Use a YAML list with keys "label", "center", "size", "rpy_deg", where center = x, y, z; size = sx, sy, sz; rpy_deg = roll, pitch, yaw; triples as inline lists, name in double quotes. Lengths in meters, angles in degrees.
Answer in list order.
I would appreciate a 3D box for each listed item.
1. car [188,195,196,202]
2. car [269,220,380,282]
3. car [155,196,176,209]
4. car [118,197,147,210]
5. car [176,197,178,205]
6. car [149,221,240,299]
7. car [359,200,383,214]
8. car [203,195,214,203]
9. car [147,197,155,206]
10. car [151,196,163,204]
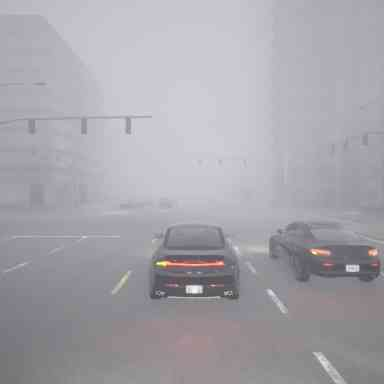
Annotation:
- label: "car"
  center: [0.025, 1.364, 73.917]
  size: [2.128, 1.511, 4.902]
  rpy_deg: [0, 0, 0]
- label: "car"
  center: [3.567, 1.526, 9.664]
  size: [1.812, 1.442, 4.674]
  rpy_deg: [0, 0, 0]
- label: "car"
  center: [-3.576, 1.477, 45.862]
  size: [1.882, 1.535, 5.008]
  rpy_deg: [0, 0, 0]
- label: "car"
  center: [-7.675, 1.601, 42.347]
  size: [1.895, 1.301, 4.718]
  rpy_deg: [0, 0, 10]
- label: "car"
  center: [-3.535, 1.547, 61.223]
  size: [2.033, 1.411, 5.357]
  rpy_deg: [0, 0, 0]
- label: "car"
  center: [0.061, 1.505, 8.409]
  size: [1.837, 1.490, 4.892]
  rpy_deg: [0, 0, 0]
- label: "car"
  center: [20.858, 1.547, 35.520]
  size: [5.357, 1.411, 2.033]
  rpy_deg: [0, 0, 1]
- label: "car"
  center: [3.567, 1.502, 71.151]
  size: [1.837, 1.490, 4.892]
  rpy_deg: [0, 0, 0]
- label: "car"
  center: [-7.069, 1.477, 54.212]
  size: [1.882, 1.535, 5.008]
  rpy_deg: [0, 0, 0]
- label: "car"
  center: [-7.006, 1.564, 66.581]
  size: [1.994, 1.385, 4.181]
  rpy_deg: [0, 0, 1]
